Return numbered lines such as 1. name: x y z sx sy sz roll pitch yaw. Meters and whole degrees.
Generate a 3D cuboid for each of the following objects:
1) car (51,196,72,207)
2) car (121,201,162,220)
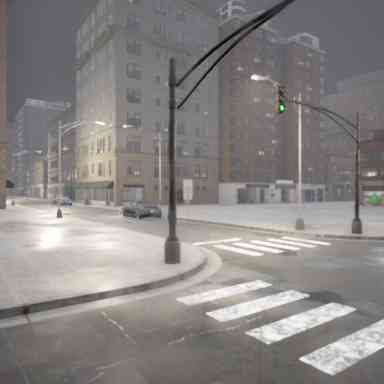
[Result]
1. car: -18.561 1.323 47.253 2.033 1.411 5.357 0 0 -35
2. car: -4.203 1.452 27.097 1.994 1.385 4.181 0 0 -35
